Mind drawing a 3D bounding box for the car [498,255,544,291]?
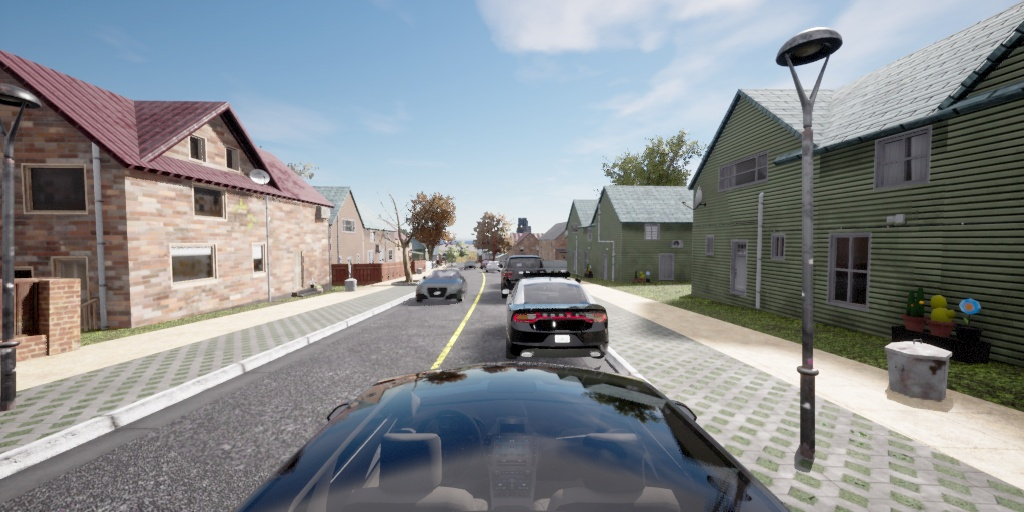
[{"bbox_3d":[0.520,0.987,18.528,2.150,2.045,5.566,0,0,-2],"label":"car"}]

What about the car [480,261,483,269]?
[{"bbox_3d":[-4.421,1.508,61.482,1.812,1.442,4.674,0,0,-9],"label":"car"}]

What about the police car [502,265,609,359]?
[{"bbox_3d":[0.799,1.174,8.547,1.930,1.638,5.238,0,0,-1],"label":"police car"}]

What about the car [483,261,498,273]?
[{"bbox_3d":[-2.540,1.410,47.603,1.812,1.442,4.674,0,0,-6],"label":"car"}]

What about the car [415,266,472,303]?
[{"bbox_3d":[-3.130,1.330,16.624,1.994,1.385,4.181,0,0,-2],"label":"car"}]

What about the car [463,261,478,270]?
[{"bbox_3d":[-6.634,1.473,57.065,1.837,1.490,4.892,0,0,-8],"label":"car"}]
